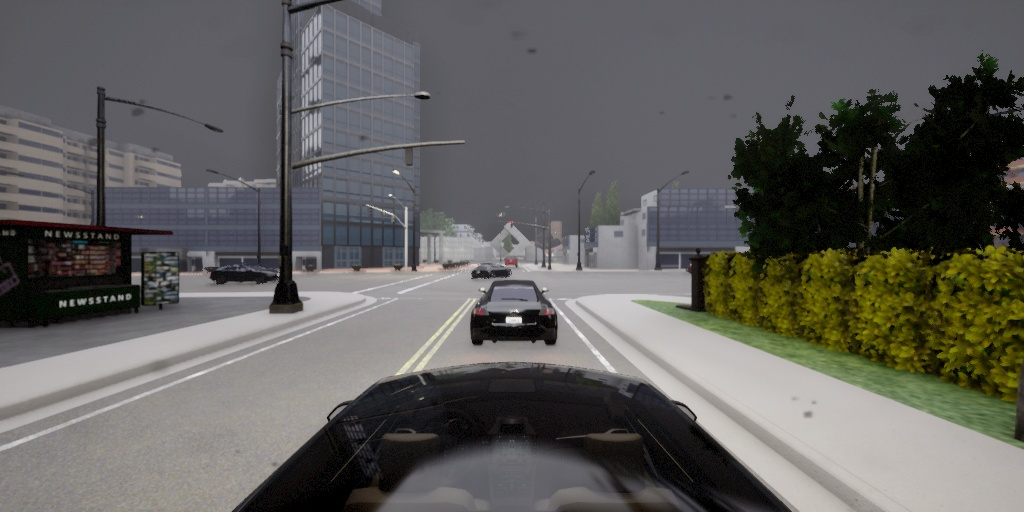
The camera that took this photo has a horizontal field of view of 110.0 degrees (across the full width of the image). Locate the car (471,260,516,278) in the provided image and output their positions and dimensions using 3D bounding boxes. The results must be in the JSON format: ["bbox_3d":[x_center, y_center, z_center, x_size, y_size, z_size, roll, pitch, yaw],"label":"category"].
[{"bbox_3d":[-1.786,1.317,31.755,1.994,1.385,4.181,0,0,32],"label":"car"}]

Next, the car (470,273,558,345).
[{"bbox_3d":[0.046,1.310,9.512,1.994,1.385,4.181,0,0,0],"label":"car"}]

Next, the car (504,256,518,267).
[{"bbox_3d":[-0.150,0.942,63.353,2.150,2.045,5.566,0,0,0],"label":"car"}]

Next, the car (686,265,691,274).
[{"bbox_3d":[21.205,1.159,38.256,5.008,1.535,1.882,0,0,-1],"label":"car"}]

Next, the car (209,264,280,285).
[{"bbox_3d":[-19.896,1.373,27.060,4.902,1.511,2.128,-1,0,-1],"label":"car"}]
